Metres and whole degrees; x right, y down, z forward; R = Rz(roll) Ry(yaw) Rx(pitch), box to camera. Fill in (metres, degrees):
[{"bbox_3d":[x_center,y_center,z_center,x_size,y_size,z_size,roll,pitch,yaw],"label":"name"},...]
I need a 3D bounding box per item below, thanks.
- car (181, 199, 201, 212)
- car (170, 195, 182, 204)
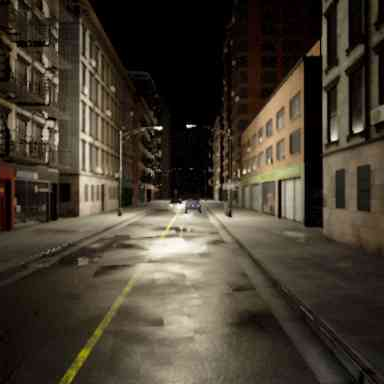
[{"bbox_3d":[0.123,1.554,38.761,2.033,1.411,5.357,0,0,0],"label":"car"},{"bbox_3d":[-2.962,1.378,62.119,2.097,1.767,4.553,0,0,0],"label":"car"}]
